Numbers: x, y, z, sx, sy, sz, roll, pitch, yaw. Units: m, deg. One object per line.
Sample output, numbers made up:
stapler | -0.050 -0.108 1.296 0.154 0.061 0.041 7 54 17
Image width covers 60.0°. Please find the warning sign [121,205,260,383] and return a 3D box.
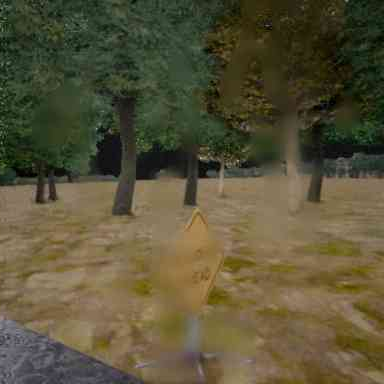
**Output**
warning sign | 0.028 1.120 3.918 1.060 1.860 1.300 0 0 36
